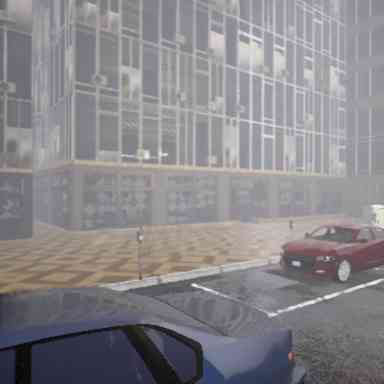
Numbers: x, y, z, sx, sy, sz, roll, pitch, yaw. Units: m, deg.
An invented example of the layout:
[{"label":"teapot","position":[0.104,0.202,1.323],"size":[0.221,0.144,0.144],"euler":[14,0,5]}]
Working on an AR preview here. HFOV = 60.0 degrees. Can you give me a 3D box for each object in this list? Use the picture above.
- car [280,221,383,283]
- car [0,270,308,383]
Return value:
[{"label":"car","position":[4.483,1.583,9.766],"size":[4.507,1.381,1.887],"euler":[0,0,-36]},{"label":"car","position":[-1.458,1.548,2.340],"size":[5.357,1.411,2.033],"euler":[0,0,-35]}]
